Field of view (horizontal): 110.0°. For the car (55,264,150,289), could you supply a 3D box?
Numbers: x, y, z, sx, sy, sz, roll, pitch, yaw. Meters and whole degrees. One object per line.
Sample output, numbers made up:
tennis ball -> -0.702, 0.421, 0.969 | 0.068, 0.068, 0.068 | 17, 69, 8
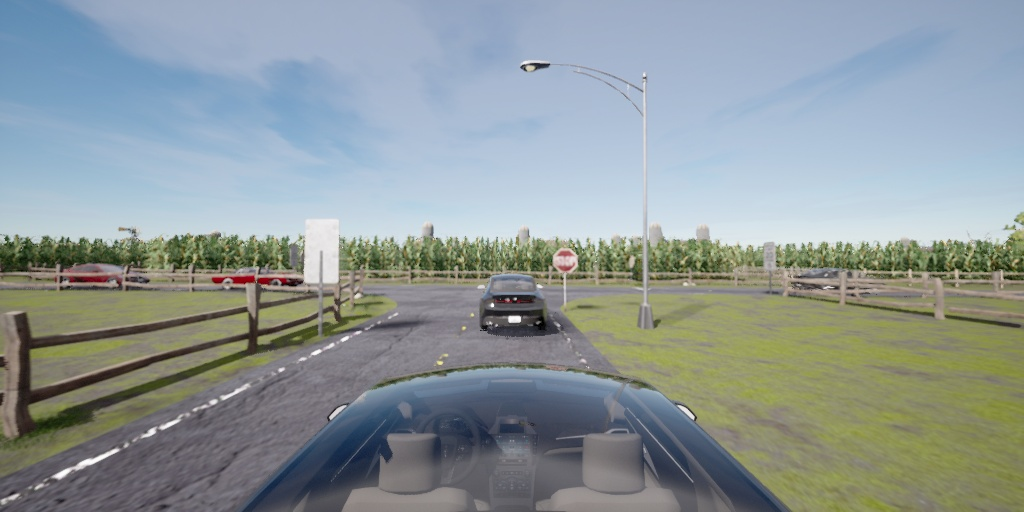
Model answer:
car -> -25.393, 1.250, 22.290 | 4.674, 1.442, 1.812 | 0, -1, 0

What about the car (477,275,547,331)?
car -> -0.039, 1.334, 11.378 | 1.837, 1.490, 4.892 | 0, 0, -2

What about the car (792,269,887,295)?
car -> 20.101, 1.564, 22.096 | 4.892, 1.490, 1.837 | 0, -1, 0

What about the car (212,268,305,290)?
car -> -15.552, 1.391, 22.243 | 4.718, 1.301, 1.895 | 0, -1, 0
